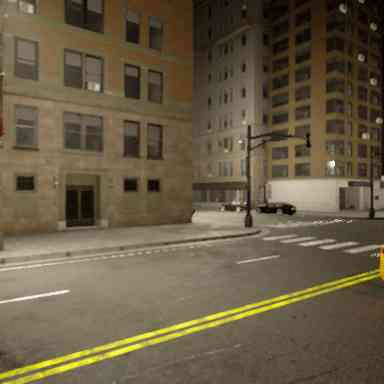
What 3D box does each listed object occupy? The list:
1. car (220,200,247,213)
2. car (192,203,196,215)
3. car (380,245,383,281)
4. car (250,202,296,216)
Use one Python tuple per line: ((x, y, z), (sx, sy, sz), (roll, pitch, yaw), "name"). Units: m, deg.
((4.896, 1.589, 37.215), (2.008, 1.369, 4.403), (0, 0, -35), "car")
((-1.658, 1.308, 32.587), (2.192, 1.841, 5.009), (0, 0, -35), "car")
((6.536, 1.483, 8.092), (5.008, 1.535, 1.882), (0, 0, -35), "car")
((8.162, 1.604, 32.590), (1.947, 1.339, 4.313), (0, 0, -35), "car")
